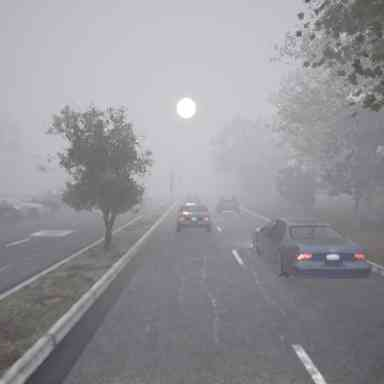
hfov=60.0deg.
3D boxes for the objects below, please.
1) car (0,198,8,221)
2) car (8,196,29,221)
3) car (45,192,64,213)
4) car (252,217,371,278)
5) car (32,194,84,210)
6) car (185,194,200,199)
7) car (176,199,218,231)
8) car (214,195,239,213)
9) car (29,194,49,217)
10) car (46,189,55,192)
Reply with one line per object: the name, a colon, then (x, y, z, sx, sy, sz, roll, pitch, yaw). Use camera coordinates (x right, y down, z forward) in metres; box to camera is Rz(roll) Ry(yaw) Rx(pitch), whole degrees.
car: (-13.833, 1.295, 19.538, 4.674, 1.452, 2.002, -1, 1, -20)
car: (-13.862, 1.071, 22.523, 4.553, 1.767, 2.185, -1, 1, -20)
car: (-13.820, 1.076, 28.536, 5.008, 1.535, 2.097, -1, 2, -20)
car: (3.097, 1.452, 9.824, 2.033, 1.411, 5.357, 0, 1, 0)
car: (-13.799, 0.976, 34.552, 4.792, 1.488, 2.163, -1, 1, -20)
car: (0.089, 0.876, 41.557, 1.994, 1.385, 4.181, 0, 1, 0)
car: (0.095, 1.325, 18.593, 2.033, 1.411, 5.357, 0, 1, 0)
car: (3.092, 1.043, 30.045, 2.128, 1.511, 4.902, 0, 1, 0)
car: (-13.831, 1.178, 25.536, 4.674, 1.452, 2.002, -1, 1, -20)
car: (-13.803, 0.634, 37.549, 5.566, 2.045, 2.435, -1, 1, -20)
